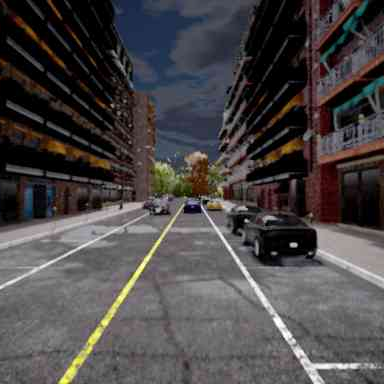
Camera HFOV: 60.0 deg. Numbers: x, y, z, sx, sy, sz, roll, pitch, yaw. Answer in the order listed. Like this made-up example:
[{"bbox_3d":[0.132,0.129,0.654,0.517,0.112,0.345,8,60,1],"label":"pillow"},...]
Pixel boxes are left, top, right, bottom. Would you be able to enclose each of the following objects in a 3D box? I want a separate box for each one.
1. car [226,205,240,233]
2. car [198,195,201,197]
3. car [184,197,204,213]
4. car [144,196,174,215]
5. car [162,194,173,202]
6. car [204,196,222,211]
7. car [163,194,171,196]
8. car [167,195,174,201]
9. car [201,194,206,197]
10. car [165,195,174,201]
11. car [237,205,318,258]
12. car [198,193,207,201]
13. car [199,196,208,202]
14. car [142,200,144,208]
[{"bbox_3d":[3.136,1.480,19.751,1.882,1.535,5.008,0,0,0],"label":"car"},{"bbox_3d":[0.020,1.534,48.876,1.812,1.442,4.674,0,0,1],"label":"car"},{"bbox_3d":[0.063,1.570,37.393,1.994,1.385,4.181,0,0,0],"label":"car"},{"bbox_3d":[-3.103,1.496,33.203,2.128,1.511,4.902,0,0,0],"label":"car"},{"bbox_3d":[-5.823,1.334,79.608,2.192,1.841,5.009,1,0,0],"label":"car"},{"bbox_3d":[2.701,1.532,40.770,1.752,1.417,4.829,1,0,0],"label":"car"},{"bbox_3d":[-5.825,1.567,74.040,2.008,1.369,4.403,1,0,0],"label":"car"},{"bbox_3d":[-5.829,1.606,90.744,1.802,1.307,4.206,1,0,0],"label":"car"},{"bbox_3d":[2.760,1.577,57.946,1.947,1.339,4.313,1,0,0],"label":"car"},{"bbox_3d":[-5.827,1.587,85.176,1.947,1.339,4.313,1,0,0],"label":"car"},{"bbox_3d":[3.137,1.479,12.751,1.882,1.535,5.008,0,0,0],"label":"car"},{"bbox_3d":[2.822,1.339,90.712,2.192,1.841,5.009,1,0,0],"label":"car"},{"bbox_3d":[2.822,1.570,79.577,2.008,1.369,4.403,1,0,0],"label":"car"},{"bbox_3d":[-5.707,1.448,46.199,1.967,1.590,4.097,1,0,0],"label":"car"}]
